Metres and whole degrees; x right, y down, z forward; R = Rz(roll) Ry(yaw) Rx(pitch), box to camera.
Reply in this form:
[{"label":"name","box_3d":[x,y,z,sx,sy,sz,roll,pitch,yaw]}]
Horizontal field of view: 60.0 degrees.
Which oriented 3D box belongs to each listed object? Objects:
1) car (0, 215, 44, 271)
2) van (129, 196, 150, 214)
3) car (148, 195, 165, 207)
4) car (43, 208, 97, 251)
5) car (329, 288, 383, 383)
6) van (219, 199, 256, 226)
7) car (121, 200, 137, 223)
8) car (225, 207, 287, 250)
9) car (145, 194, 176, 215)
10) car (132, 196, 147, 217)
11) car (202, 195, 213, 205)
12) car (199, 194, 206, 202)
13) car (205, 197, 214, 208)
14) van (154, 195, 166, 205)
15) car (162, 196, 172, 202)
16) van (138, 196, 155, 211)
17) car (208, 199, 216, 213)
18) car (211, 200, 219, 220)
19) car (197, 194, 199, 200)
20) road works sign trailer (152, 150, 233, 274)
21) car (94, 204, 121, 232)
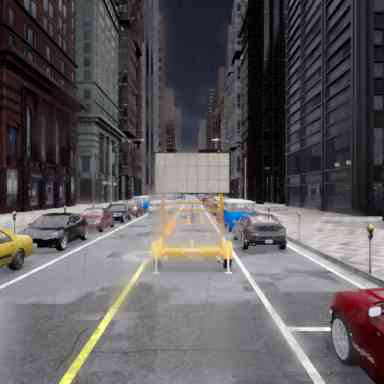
[{"label":"car","box_3d":[-5.756,1.526,8.363,1.752,1.417,4.829,0,0,0]},{"label":"van","box_3d":[-5.729,1.359,36.716,1.690,1.788,3.998,0,0,0]},{"label":"car","box_3d":[-5.713,1.351,53.625,2.192,1.841,5.009,0,0,0]},{"label":"car","box_3d":[-5.750,1.569,14.169,1.947,1.339,4.313,0,0,0]},{"label":"car","box_3d":[2.764,1.545,2.906,1.887,1.381,4.507,0,0,0]},{"label":"van","box_3d":[2.780,1.346,19.814,1.690,1.788,3.998,0,0,0]},{"label":"car","box_3d":[-5.740,1.575,25.443,1.947,1.339,4.313,0,0,0]},{"label":"car","box_3d":[2.775,1.554,14.178,2.008,1.369,4.403,0,0,0]},{"label":"car","box_3d":[-3.068,1.236,33.773,2.150,2.045,5.566,0,0,0]},{"label":"car","box_3d":[-5.734,1.453,31.080,1.967,1.590,4.097,0,0,0]},{"label":"car","box_3d":[2.807,1.575,47.995,1.887,1.381,4.507,0,0,0]},{"label":"car","box_3d":[2.817,1.359,59.268,2.192,1.841,5.009,0,0,0]},{"label":"car","box_3d":[2.796,1.569,36.723,2.008,1.369,4.403,0,0,0]},{"label":"van","box_3d":[-5.708,1.385,59.261,1.690,1.788,3.998,0,0,0]},{"label":"car","box_3d":[-5.691,1.614,76.172,1.887,1.381,4.507,0,0,0]},{"label":"van","box_3d":[-5.724,1.365,42.352,1.690,1.788,3.998,0,0,0]},{"label":"car","box_3d":[2.791,1.595,31.087,1.802,1.307,4.206,0,0,0]},{"label":"car","box_3d":[2.785,1.560,25.451,2.008,1.369,4.403,0,0,0]},{"label":"car","box_3d":[2.840,1.606,81.983,1.752,1.417,4.829,0,0,0]},{"label":"road works sign trailer","box_3d":[0.010,0.466,10.566,2.380,3.560,2.880,0,0,0]},{"label":"car","box_3d":[-5.745,1.587,19.806,1.802,1.307,4.206,0,0,0]}]
